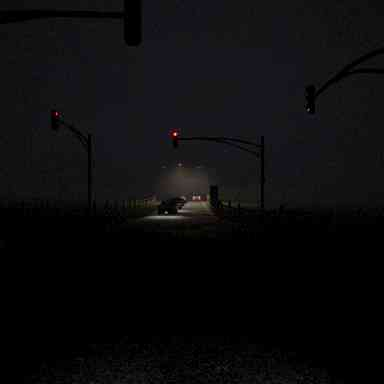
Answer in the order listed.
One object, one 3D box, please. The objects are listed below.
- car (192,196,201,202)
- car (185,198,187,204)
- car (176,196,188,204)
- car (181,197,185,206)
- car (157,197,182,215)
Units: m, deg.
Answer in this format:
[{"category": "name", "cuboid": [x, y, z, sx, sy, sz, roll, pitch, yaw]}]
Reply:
[{"category": "car", "cuboid": [1.066, 1.617, 75.962, 1.895, 1.301, 4.718, 0, 0, 1]}, {"category": "car", "cuboid": [-2.122, 1.560, 53.815, 2.033, 1.411, 5.357, 0, 0, 1]}, {"category": "car", "cuboid": [-1.923, 1.581, 63.820, 1.994, 1.385, 4.181, 0, 0, 2]}, {"category": "car", "cuboid": [-2.265, 1.514, 43.968, 1.837, 1.490, 4.892, 0, 0, 1]}, {"category": "car", "cuboid": [-2.414, 1.554, 34.190, 2.033, 1.411, 5.357, 0, 0, 0]}]
